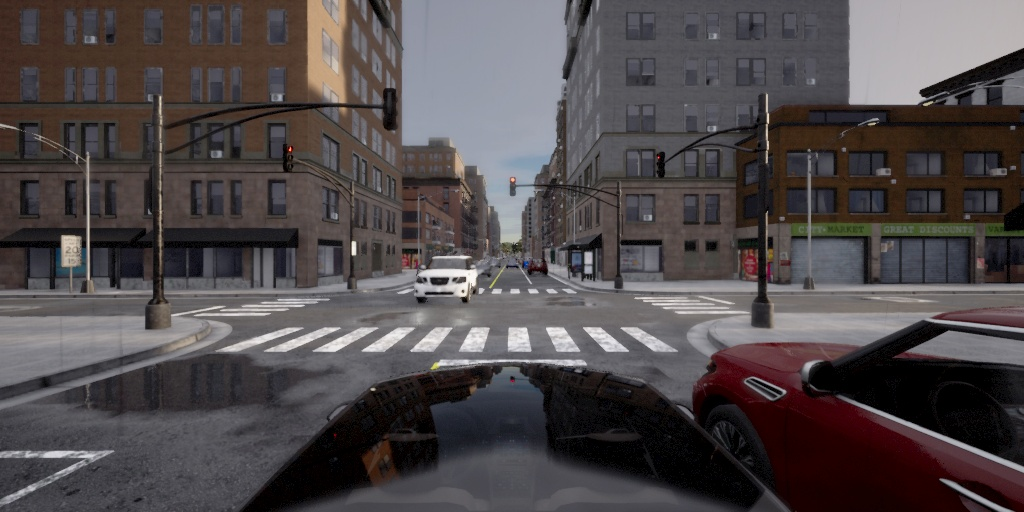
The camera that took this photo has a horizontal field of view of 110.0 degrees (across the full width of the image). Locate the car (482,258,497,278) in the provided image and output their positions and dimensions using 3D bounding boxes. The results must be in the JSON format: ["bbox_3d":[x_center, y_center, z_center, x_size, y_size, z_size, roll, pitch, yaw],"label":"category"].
[{"bbox_3d":[-2.842,1.238,33.603,2.128,1.511,4.902,0,0,0],"label":"car"}]

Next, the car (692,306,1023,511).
[{"bbox_3d":[2.638,1.065,1.167,2.192,1.841,5.009,0,0,0],"label":"car"}]

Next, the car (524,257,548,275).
[{"bbox_3d":[2.715,1.060,38.538,2.192,1.841,5.009,0,0,0],"label":"car"}]

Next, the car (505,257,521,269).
[{"bbox_3d":[0.068,1.306,57.962,1.994,1.385,4.181,0,0,0],"label":"car"}]

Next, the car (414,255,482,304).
[{"bbox_3d":[-2.849,0.974,16.729,2.150,2.045,5.566,0,0,0],"label":"car"}]

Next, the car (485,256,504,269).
[{"bbox_3d":[-2.783,1.234,57.354,2.128,1.511,4.902,0,0,0],"label":"car"}]

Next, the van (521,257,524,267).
[{"bbox_3d":[2.704,1.084,54.756,1.690,1.789,3.998,0,0,0],"label":"van"}]
